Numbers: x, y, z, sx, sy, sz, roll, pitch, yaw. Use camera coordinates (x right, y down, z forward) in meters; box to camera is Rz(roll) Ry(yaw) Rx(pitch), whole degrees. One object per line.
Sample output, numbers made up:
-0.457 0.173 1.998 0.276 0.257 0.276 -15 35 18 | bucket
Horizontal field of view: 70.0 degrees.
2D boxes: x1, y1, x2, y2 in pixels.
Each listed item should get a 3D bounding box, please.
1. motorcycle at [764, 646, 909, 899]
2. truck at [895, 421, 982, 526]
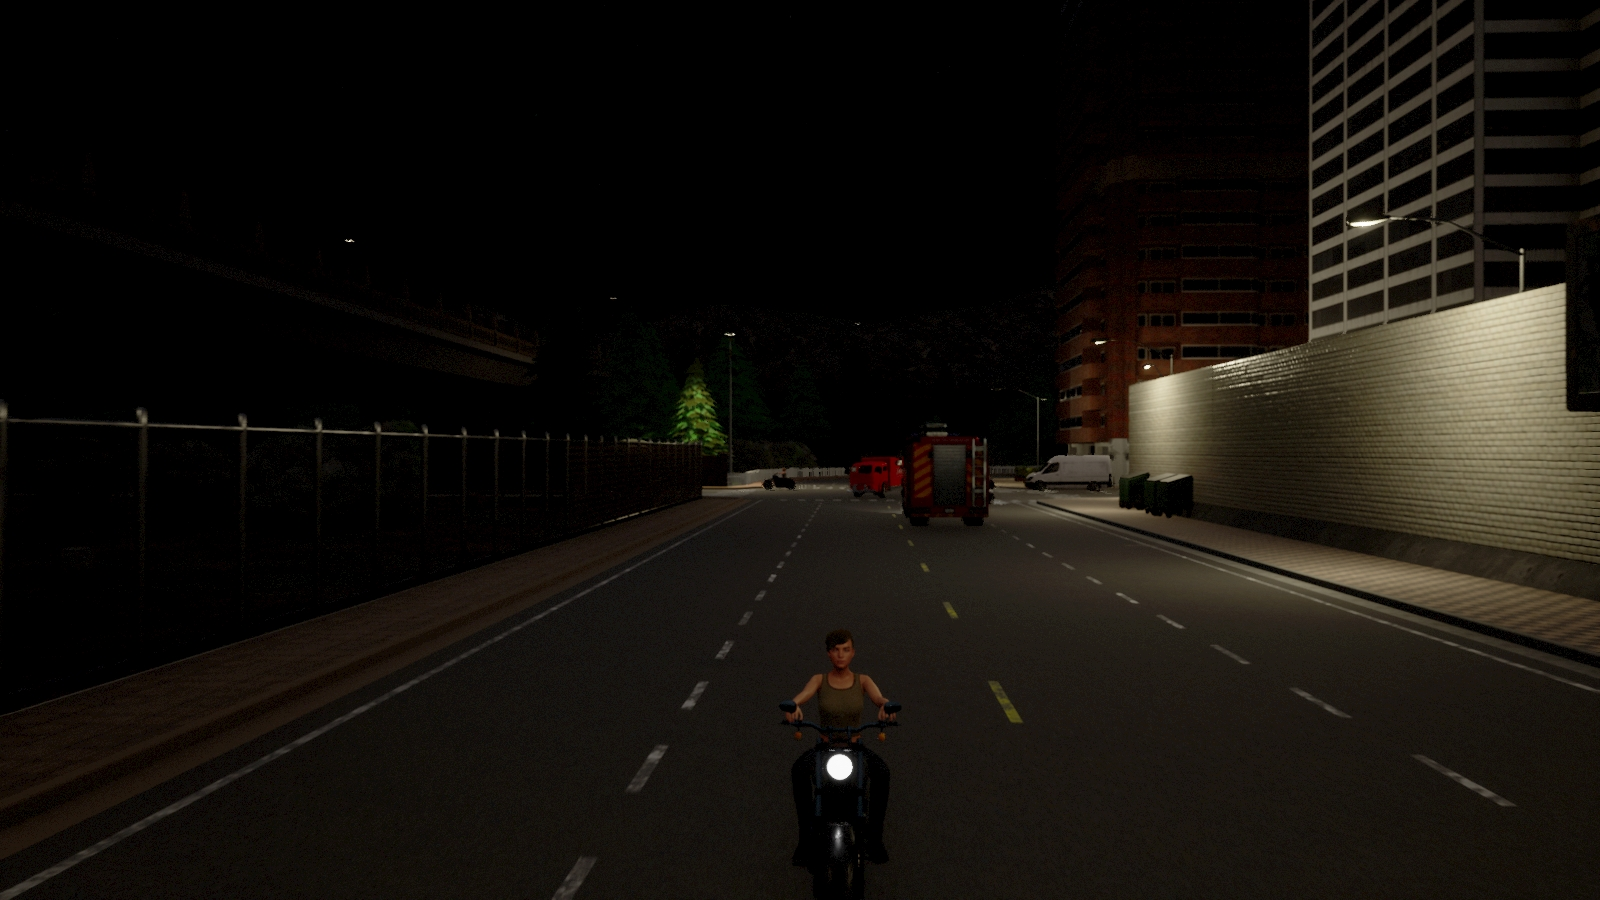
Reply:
0.246 2.105 7.215 0.764 1.307 2.356 0 0 3 | motorcycle
5.403 0.869 45.933 2.891 3.827 8.468 0 0 3 | truck
